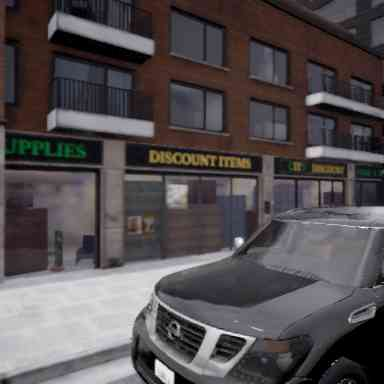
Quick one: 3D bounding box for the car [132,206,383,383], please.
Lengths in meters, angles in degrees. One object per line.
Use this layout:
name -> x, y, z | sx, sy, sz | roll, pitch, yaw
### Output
car -> 2.009, 1.245, 4.501 | 5.566, 2.045, 2.150 | 0, 0, -35
